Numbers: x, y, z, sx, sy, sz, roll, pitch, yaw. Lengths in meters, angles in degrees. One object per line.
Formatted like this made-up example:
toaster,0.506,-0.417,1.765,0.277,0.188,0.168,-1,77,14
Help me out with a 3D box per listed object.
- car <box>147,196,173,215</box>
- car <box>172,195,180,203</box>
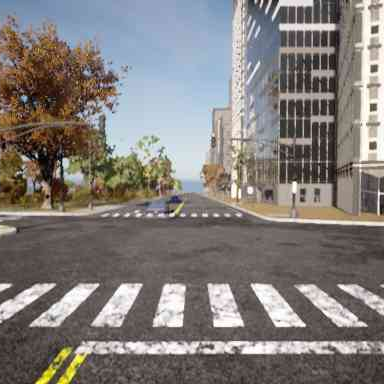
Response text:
car,-3.306,1.461,33.088,2.033,1.411,5.357,0,0,0
car,-3.352,1.304,66.501,1.882,1.535,5.008,0,0,0
